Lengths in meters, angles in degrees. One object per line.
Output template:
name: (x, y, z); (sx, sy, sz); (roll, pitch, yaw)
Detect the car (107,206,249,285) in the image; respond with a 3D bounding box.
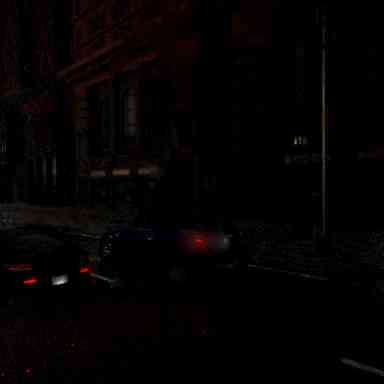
car: (-0.736, 1.224, 9.423); (4.553, 1.767, 2.097); (0, 1, 44)

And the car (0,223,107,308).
car: (-4.121, 1.478, 7.842); (4.674, 1.442, 1.812); (0, 1, 44)
